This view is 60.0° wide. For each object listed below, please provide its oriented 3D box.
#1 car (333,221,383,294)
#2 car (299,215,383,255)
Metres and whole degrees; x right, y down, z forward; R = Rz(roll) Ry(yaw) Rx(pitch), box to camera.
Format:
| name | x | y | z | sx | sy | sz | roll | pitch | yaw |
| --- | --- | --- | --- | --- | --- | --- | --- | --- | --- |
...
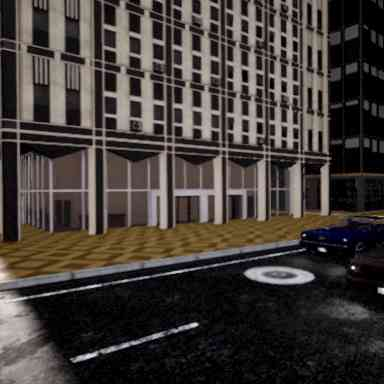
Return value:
| name | x | y | z | sx | sy | sz | roll | pitch | yaw |
| --- | --- | --- | --- | --- | --- | --- | --- | --- | --- |
| car | 5.858 | 1.511 | 7.946 | 5.357 | 1.411 | 2.033 | 0 | 0 | -36 |
| car | 5.996 | 1.555 | 12.076 | 4.718 | 1.301 | 1.895 | 0 | 0 | -36 |
